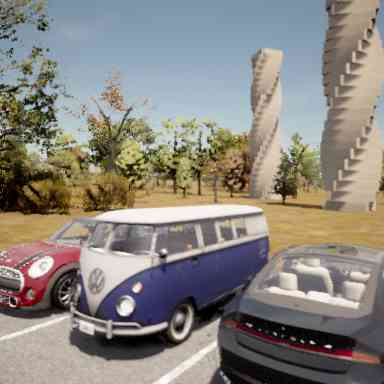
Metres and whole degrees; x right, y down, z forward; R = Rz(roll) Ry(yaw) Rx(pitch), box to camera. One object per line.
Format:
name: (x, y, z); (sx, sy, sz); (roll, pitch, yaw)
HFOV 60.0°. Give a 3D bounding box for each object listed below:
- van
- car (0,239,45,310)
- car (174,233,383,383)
van: (-0.147, 1.266, 6.333); (1.878, 1.987, 4.442); (0, 0, 35)
car: (-2.303, 1.368, 8.049); (2.185, 1.767, 4.553); (0, 0, 35)
car: (2.164, 1.484, 4.822); (2.231, 1.521, 4.892); (0, 0, 35)
